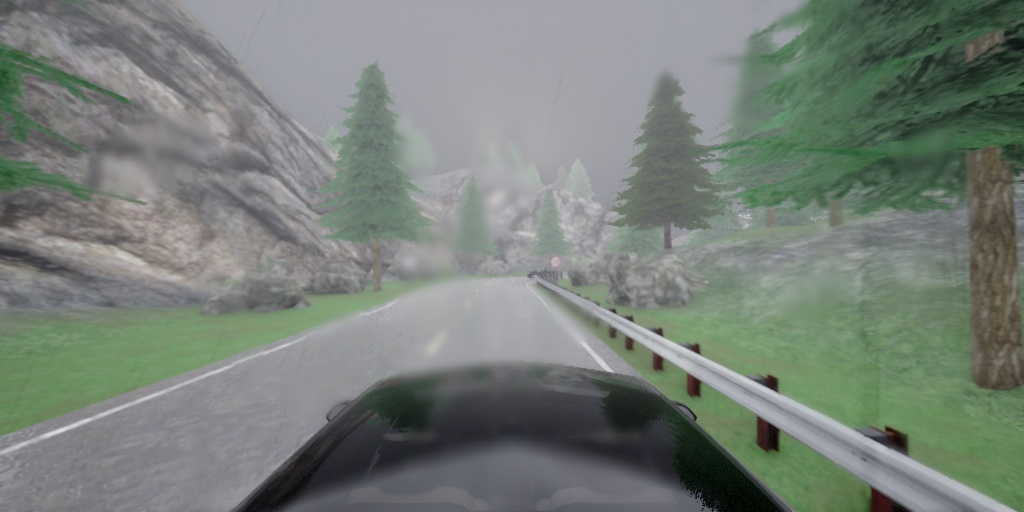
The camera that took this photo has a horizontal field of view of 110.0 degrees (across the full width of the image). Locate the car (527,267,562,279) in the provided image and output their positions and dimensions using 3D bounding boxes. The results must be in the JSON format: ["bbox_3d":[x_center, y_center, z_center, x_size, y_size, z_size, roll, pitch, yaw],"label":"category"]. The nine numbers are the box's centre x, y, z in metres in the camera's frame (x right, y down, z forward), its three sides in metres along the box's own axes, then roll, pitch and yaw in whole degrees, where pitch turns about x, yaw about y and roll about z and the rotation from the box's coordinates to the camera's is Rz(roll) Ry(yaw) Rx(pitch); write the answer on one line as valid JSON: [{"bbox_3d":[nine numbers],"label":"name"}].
[{"bbox_3d":[3.677,1.846,39.552,1.895,1.301,4.718,-1,-1,37],"label":"car"}]
